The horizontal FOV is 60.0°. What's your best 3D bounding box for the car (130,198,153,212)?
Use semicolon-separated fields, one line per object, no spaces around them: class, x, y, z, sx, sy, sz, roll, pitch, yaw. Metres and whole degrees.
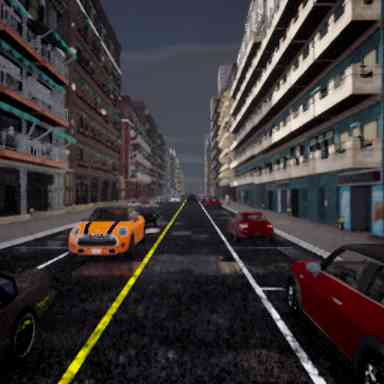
car;-5.673;1.444;37.819;1.887;1.381;4.507;1;0;0

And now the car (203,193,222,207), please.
car;3.013;1.226;47.450;2.097;1.767;4.553;0;0;0

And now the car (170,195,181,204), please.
car;-3.018;1.368;60.743;1.812;1.442;4.674;0;0;1

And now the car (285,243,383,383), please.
car;2.701;1.427;4.662;1.967;1.590;4.097;1;0;0

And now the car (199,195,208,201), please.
car;2.719;1.351;76.466;1.887;1.381;4.507;0;0;0

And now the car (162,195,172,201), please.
car;-5.662;1.357;76.483;2.008;1.369;4.403;1;0;0

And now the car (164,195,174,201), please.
car;-5.661;1.345;82.006;2.008;1.369;4.403;1;0;0

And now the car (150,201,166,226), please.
car;-3.055;1.539;22.845;1.895;1.301;4.718;0;0;0

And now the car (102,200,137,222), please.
car;-5.676;1.454;26.602;1.752;1.417;4.829;1;0;0

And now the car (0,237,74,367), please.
car;-3.100;1.539;3.087;2.033;1.411;5.357;0;0;0

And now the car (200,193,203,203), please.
car;2.717;1.272;65.419;1.967;1.590;4.097;1;0;0

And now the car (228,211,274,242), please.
car;2.702;1.539;15.709;1.802;1.307;4.206;1;0;0

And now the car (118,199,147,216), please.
car;-5.674;1.465;32.295;2.008;1.369;4.403;1;0;0

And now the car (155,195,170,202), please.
car;-5.667;1.396;59.912;2.008;1.369;4.403;1;0;0

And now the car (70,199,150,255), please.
car;-3.087;1.317;12.986;2.097;1.767;4.553;0;0;0

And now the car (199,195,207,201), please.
car;2.720;1.339;81.990;1.887;1.381;4.507;0;0;0

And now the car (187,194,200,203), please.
car;0.020;1.331;61.938;1.882;1.535;5.008;0;0;0

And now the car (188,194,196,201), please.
car;0.020;1.186;76.885;1.837;1.490;4.892;0;0;0

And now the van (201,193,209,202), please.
van;2.719;1.160;70.943;1.690;1.788;3.998;0;0;0

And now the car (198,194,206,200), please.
car;2.721;1.348;87.514;1.947;1.339;4.313;0;0;0
